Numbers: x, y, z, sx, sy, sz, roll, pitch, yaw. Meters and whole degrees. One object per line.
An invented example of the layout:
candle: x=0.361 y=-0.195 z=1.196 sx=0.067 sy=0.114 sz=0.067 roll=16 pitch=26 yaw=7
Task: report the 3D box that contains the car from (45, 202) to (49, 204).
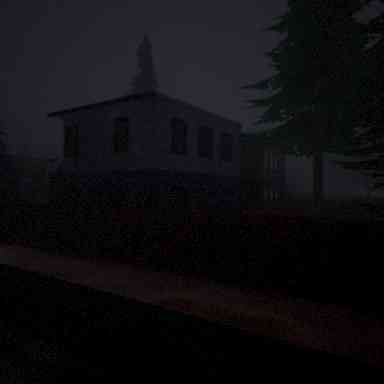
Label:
car: x=-12.889 y=1.268 z=33.756 sx=1.837 sy=1.490 sz=4.892 roll=1 pitch=0 yaw=23
